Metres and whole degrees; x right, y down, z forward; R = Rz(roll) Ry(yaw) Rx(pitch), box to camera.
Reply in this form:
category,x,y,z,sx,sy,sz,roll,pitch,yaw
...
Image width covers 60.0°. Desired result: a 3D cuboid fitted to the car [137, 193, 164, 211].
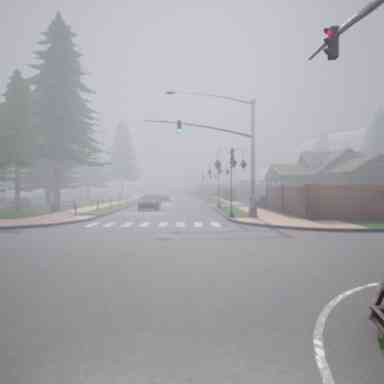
category,x,y,z,sx,sy,sz,roll,pitch,yaw
car,-4.049,0.952,32.100,1.882,1.535,5.008,0,1,0

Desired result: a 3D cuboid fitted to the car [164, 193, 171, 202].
category,x,y,z,sx,sy,sz,roll,pitch,yaw
car,-4.175,0.820,48.663,1.895,1.301,4.718,0,1,0

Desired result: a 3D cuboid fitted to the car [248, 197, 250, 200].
category,x,y,z,sx,sy,sz,roll,pitch,yaw
car,8.448,0.563,37.743,3.866,1.878,1.905,0,1,-1

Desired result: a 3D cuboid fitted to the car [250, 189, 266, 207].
category,x,y,z,sx,sy,sz,roll,pitch,yaw
car,8.862,0.600,35.233,4.605,1.855,1.932,0,1,-1
